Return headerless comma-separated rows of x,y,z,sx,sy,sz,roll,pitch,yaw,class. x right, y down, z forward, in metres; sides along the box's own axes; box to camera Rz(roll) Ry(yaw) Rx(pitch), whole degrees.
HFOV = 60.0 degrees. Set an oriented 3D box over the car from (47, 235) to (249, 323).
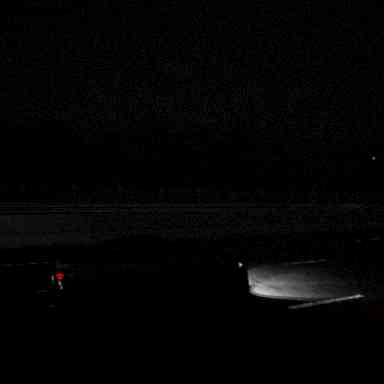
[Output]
-0.860,1.637,7.232,4.181,1.385,1.994,1,-2,-26,car
